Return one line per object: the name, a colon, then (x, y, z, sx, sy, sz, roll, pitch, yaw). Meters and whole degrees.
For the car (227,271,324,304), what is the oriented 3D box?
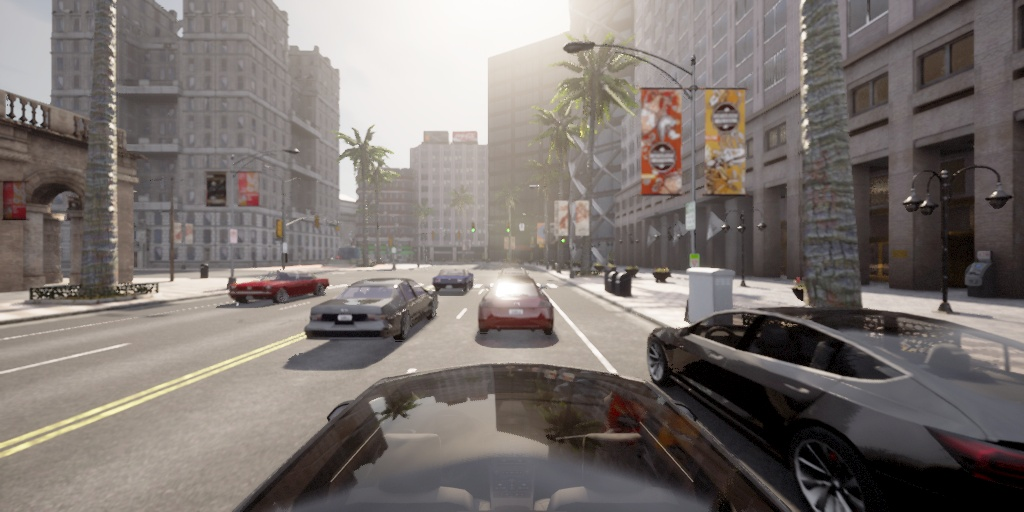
car: (-10.515, 1.363, 16.579, 1.895, 1.301, 4.718, 0, 0, 1)

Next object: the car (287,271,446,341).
car: (-3.400, 1.304, 9.809, 2.033, 1.411, 5.357, 0, 0, 0)

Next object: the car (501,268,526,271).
car: (0.102, 1.367, 21.625, 1.895, 1.301, 4.718, 0, 0, 0)

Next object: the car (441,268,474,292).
car: (-3.405, 1.367, 21.617, 1.895, 1.301, 4.718, 0, 0, 0)

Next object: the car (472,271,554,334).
car: (0.101, 1.322, 10.704, 1.994, 1.385, 4.181, 0, 0, 0)
